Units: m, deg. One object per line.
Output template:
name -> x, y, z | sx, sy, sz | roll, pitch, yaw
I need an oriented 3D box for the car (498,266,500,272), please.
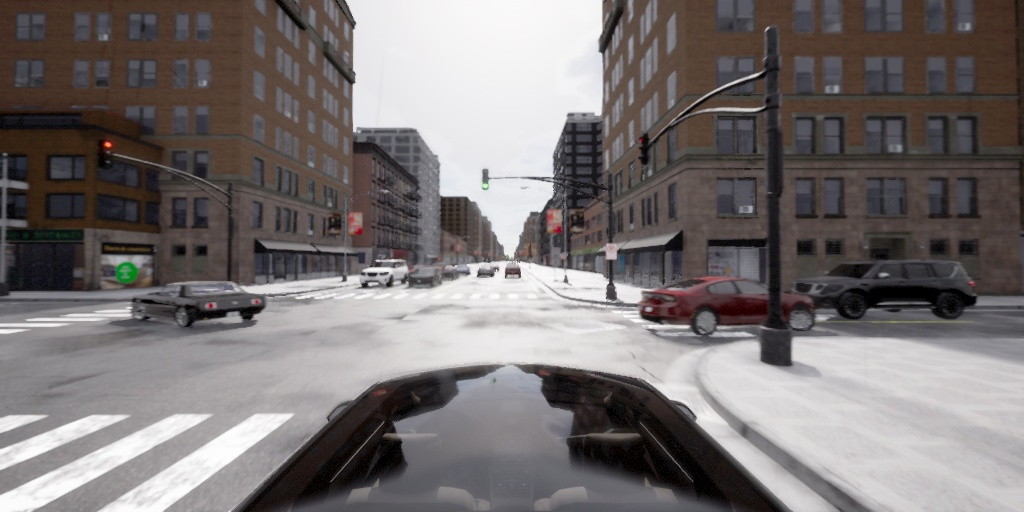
car -> -3.182, 2.124, 64.385 | 1.895, 1.301, 4.718 | 0, -1, 0

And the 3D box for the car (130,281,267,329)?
car -> -10.352, 1.481, 11.755 | 4.718, 1.301, 1.895 | 0, -1, 26

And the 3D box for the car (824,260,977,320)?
car -> 13.375, 1.156, 13.209 | 5.566, 2.045, 2.150 | 0, -1, 0

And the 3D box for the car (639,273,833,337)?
car -> 6.259, 1.352, 10.516 | 5.008, 1.535, 1.882 | 0, -3, -11

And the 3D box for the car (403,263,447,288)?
car -> -6.589, 1.554, 27.811 | 1.882, 1.535, 5.008 | 0, -1, -1

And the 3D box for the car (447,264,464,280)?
car -> -6.566, 1.791, 37.147 | 1.895, 1.301, 4.718 | 0, -1, 0

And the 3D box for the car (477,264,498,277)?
car -> -3.149, 1.839, 44.149 | 1.994, 1.385, 4.181 | 0, -1, 0

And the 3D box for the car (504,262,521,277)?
car -> 0.102, 1.743, 43.326 | 1.882, 1.535, 5.008 | 0, -1, 0

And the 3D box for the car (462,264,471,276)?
car -> -6.498, 1.839, 47.228 | 1.812, 1.442, 4.674 | 0, -1, 0

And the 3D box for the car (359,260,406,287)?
car -> -9.819, 1.301, 28.069 | 2.150, 2.045, 5.566 | 0, -1, 2
